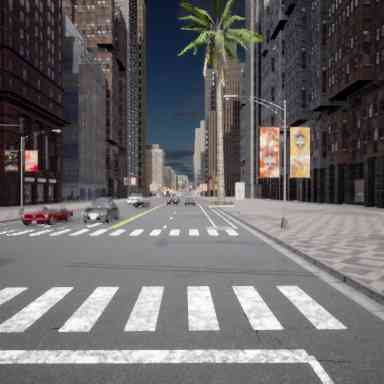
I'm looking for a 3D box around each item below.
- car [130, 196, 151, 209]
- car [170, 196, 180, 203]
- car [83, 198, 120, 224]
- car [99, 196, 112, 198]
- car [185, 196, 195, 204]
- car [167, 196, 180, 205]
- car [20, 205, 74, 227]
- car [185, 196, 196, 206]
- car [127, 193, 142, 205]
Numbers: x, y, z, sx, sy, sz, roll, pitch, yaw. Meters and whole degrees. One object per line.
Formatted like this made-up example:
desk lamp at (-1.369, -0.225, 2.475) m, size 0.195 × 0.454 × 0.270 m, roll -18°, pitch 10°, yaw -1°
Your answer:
car at (-6.856, 1.621, 45.809) m, size 1.895 × 1.301 × 4.718 m, roll 0°, pitch 0°, yaw 0°
car at (-3.550, 1.593, 69.842) m, size 1.812 × 1.442 × 4.674 m, roll 0°, pitch 0°, yaw 0°
car at (-6.742, 1.496, 25.130) m, size 2.128 × 1.511 × 4.902 m, roll 0°, pitch 0°, yaw 0°
car at (-10.064, 1.364, 37.771) m, size 2.097 × 1.767 × 4.553 m, roll 0°, pitch 0°, yaw 0°
car at (-0.382, 1.537, 66.525) m, size 1.882 × 1.535 × 5.008 m, roll 0°, pitch 0°, yaw 0°
car at (-3.497, 1.645, 59.733) m, size 1.895 × 1.301 × 4.718 m, roll 0°, pitch 0°, yaw -1°
car at (-9.983, 1.605, 23.239) m, size 1.895 × 1.301 × 4.718 m, roll 0°, pitch 0°, yaw 0°
car at (-0.322, 1.585, 56.102) m, size 2.033 × 1.411 × 5.357 m, roll 0°, pitch 0°, yaw 0°
car at (-10.101, 1.271, 59.649) m, size 2.150 × 2.045 × 5.566 m, roll 0°, pitch 0°, yaw 0°
